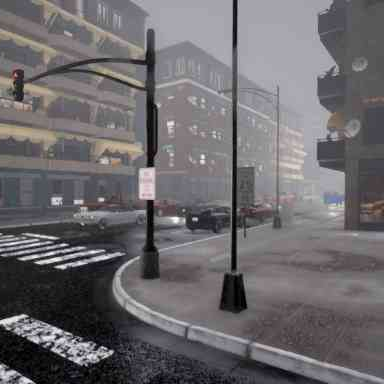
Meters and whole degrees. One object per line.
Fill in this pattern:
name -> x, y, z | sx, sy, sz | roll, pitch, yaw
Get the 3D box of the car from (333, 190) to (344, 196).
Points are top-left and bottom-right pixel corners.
car -> 36.178, 0.255, 82.089 | 1.802, 1.307, 4.206 | 2, 2, 35

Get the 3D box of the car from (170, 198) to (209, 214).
car -> 0.484, 1.203, 26.873 | 1.994, 1.385, 4.181 | 1, 1, 34

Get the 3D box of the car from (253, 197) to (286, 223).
car -> 4.553, 1.283, 22.560 | 1.802, 1.307, 4.206 | 2, 2, 35

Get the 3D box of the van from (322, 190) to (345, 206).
van -> 17.375, 0.721, 40.780 | 1.690, 1.788, 3.998 | 2, 2, 35

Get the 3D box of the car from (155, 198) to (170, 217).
car -> -2.278, 1.180, 27.412 | 1.887, 1.381, 4.507 | 2, 2, 35

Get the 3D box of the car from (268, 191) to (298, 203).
car -> 11.440, 0.717, 42.371 | 2.097, 1.767, 4.553 | 1, 1, 36

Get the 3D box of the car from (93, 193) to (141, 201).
car -> -5.480, 1.031, 22.850 | 2.192, 1.841, 5.009 | 2, 2, 35

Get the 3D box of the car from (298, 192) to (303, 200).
car -> 16.950, 0.719, 54.750 | 1.947, 1.339, 4.313 | 2, 2, 35

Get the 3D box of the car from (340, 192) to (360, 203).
car -> 23.782, 0.763, 49.897 | 1.887, 1.381, 4.507 | 2, 2, 35

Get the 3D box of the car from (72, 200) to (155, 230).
car -> -4.609, 1.368, 19.607 | 1.895, 1.301, 4.718 | 1, 1, 35

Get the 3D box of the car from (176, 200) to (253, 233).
car -> 1.349, 1.348, 18.003 | 1.947, 1.339, 4.313 | 2, 2, 35

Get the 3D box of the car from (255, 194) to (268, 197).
car -> 5.736, 1.012, 34.309 | 1.837, 1.490, 4.892 | 1, 1, 35

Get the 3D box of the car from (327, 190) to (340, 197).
car -> 32.973, 0.335, 77.532 | 1.802, 1.307, 4.206 | 2, 2, 35

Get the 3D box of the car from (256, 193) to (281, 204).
car -> 10.541, 0.880, 45.638 | 1.947, 1.339, 4.313 | 2, 2, 35

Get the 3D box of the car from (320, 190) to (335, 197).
car -> 29.769, 0.378, 72.976 | 1.887, 1.381, 4.507 | 2, 2, 35
